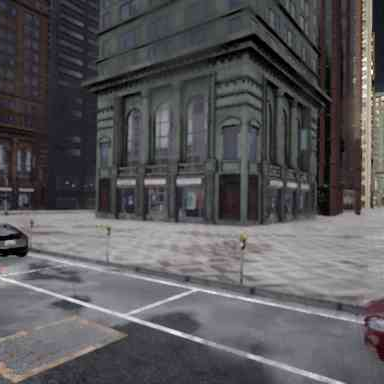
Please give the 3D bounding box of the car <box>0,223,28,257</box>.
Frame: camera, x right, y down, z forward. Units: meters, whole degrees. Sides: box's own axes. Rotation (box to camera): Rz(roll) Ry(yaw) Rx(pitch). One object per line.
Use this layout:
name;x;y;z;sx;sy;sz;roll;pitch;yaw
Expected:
car;-8.171;1.876;13.186;4.313;1.339;1.947;-1;-1;37

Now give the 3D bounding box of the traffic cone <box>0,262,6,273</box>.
traffic cone;-5.995;2.201;10.260;0.340;0.580;0.340;-1;-2;37

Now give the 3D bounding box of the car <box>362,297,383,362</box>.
car;4.322;1.723;3.832;4.206;1.307;1.802;-1;-1;37
